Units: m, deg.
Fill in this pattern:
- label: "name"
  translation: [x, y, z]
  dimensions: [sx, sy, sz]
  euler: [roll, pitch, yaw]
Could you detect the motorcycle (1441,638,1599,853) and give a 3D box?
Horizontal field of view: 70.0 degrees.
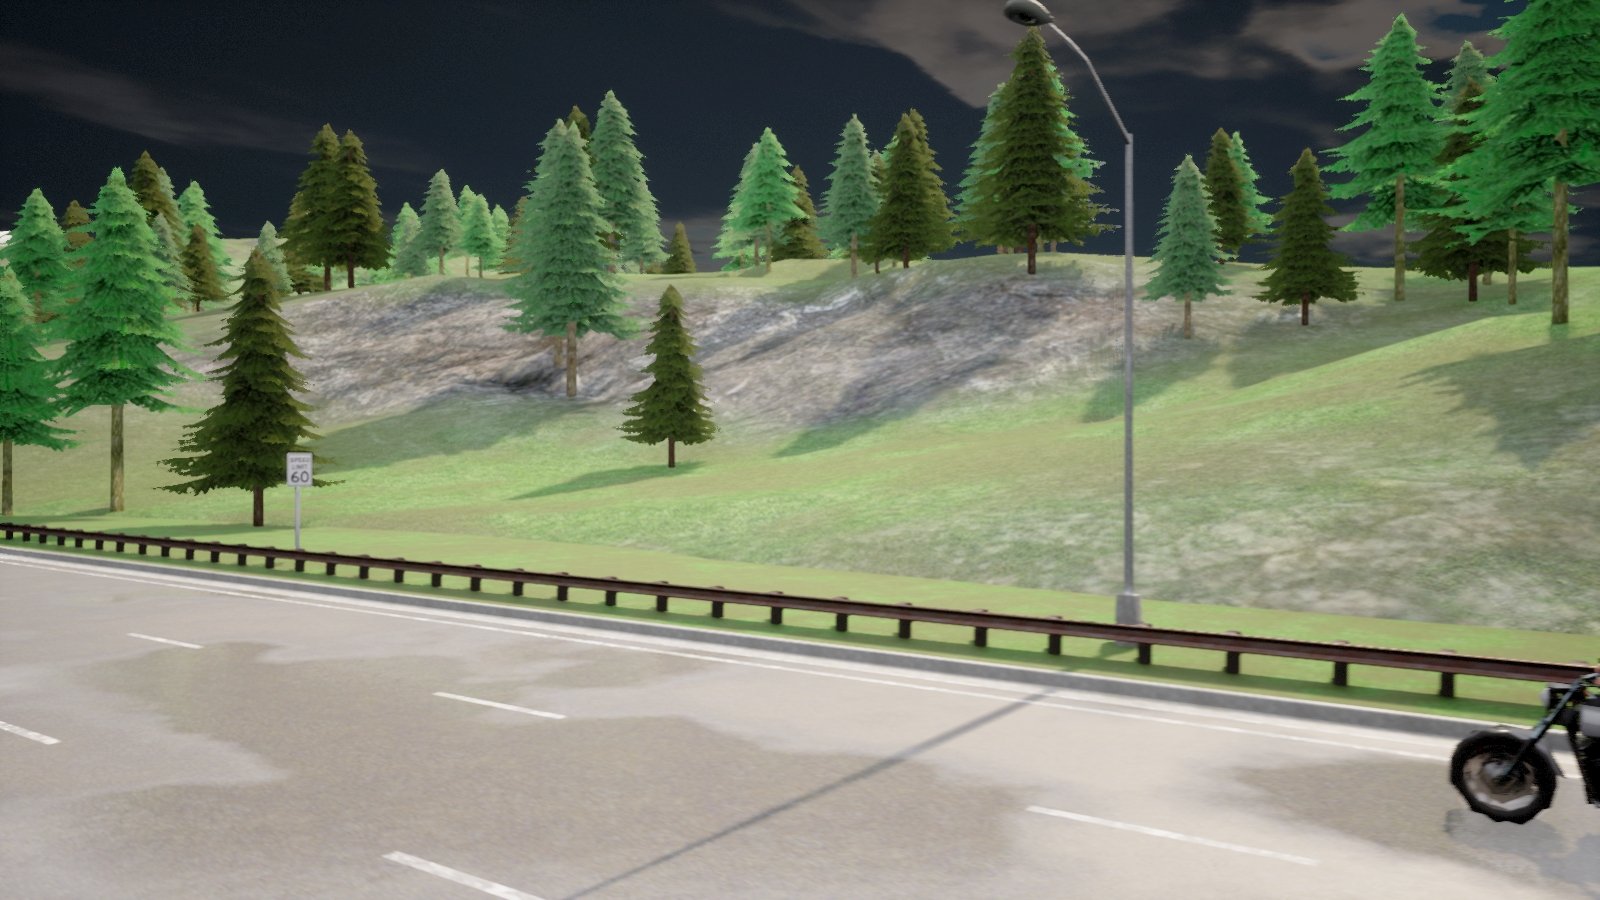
- label: "motorcycle"
  translation: [5.965, 2.154, 8.160]
  dimensions: [2.356, 1.307, 0.764]
  euler: [0, 0, 35]
